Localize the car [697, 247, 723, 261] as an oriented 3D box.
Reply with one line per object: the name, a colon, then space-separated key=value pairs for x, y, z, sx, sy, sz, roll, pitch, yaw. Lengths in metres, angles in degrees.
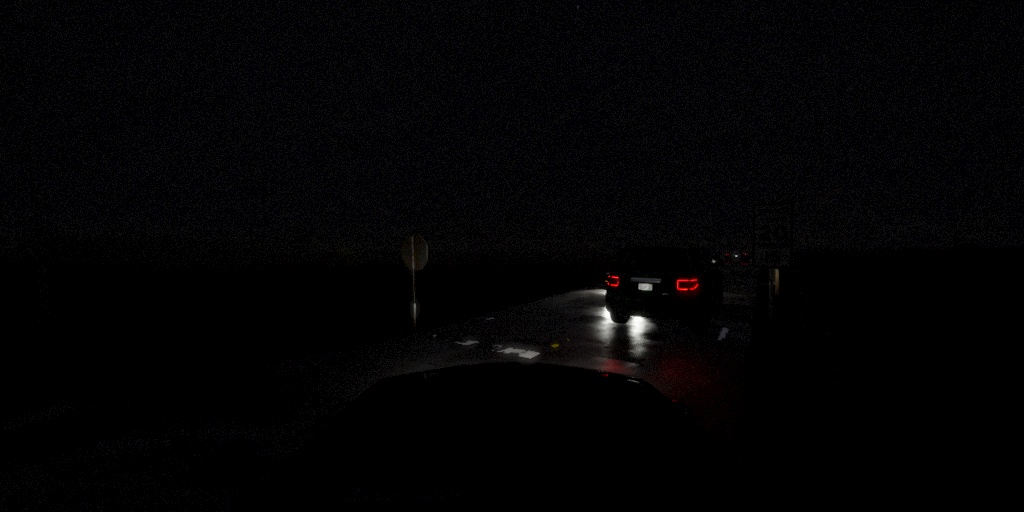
car: x=22.315 y=-0.242 z=40.342 sx=2.033 sy=1.411 sz=5.357 roll=1 pitch=2 yaw=35

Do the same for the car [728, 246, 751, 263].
car: x=22.122 y=-0.106 z=35.165 sx=1.994 sy=1.385 sz=4.181 roll=1 pitch=2 yaw=35

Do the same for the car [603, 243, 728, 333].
car: x=4.419 y=0.662 z=9.945 sx=2.150 sy=2.045 sz=5.566 roll=1 pitch=3 yaw=35

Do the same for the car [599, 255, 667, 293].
car: x=5.823 y=0.732 z=16.931 sx=1.994 sy=1.385 sz=4.181 roll=1 pitch=3 yaw=35
